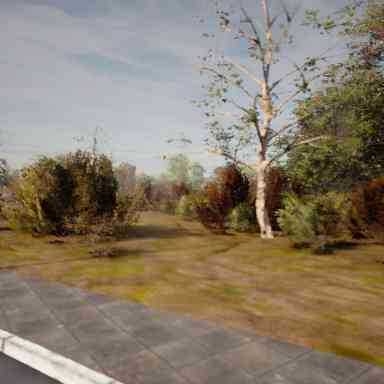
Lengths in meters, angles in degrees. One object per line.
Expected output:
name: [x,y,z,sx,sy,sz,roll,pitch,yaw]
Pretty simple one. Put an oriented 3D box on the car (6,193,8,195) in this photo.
car: [-25.380,0.838,46.868,2.033,1.411,5.357,3,-1,15]
